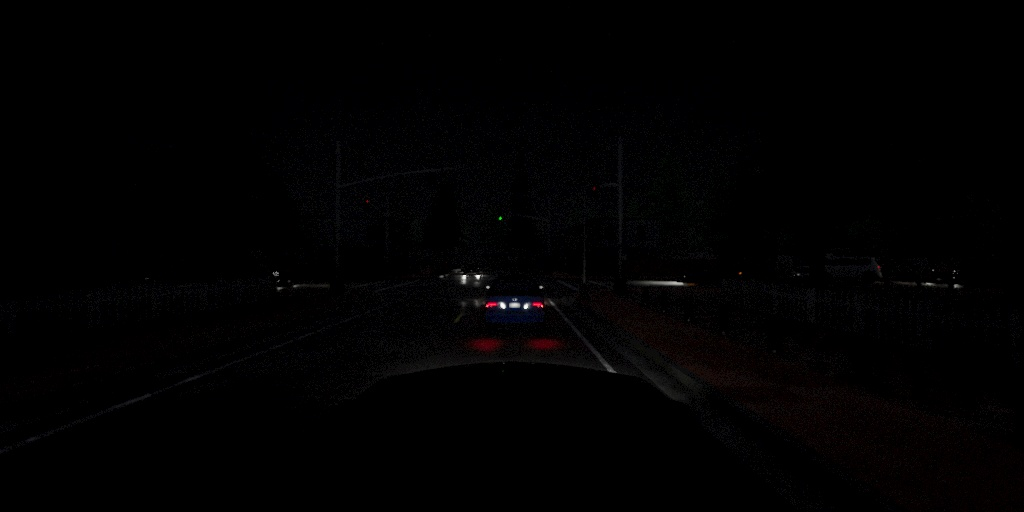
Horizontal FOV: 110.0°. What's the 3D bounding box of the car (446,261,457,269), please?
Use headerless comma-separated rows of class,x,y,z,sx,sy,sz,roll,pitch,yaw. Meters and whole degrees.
car,-9.677,1.522,61.885,2.033,1.411,5.357,0,0,-23

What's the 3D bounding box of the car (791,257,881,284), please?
car,24.690,1.067,27.394,5.566,2.045,2.150,0,0,2

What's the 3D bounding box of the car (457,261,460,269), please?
car,-6.296,1.479,51.852,2.033,1.411,5.357,0,0,-14

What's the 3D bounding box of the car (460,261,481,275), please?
car,-4.762,1.395,42.194,1.837,1.490,4.892,0,0,-6

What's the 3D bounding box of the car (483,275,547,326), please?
car,0.083,1.341,11.872,2.033,1.411,5.357,0,0,0

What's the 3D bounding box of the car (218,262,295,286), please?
car,-17.708,1.186,24.951,4.553,1.767,2.097,0,0,2

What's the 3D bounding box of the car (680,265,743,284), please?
car,15.325,1.411,27.675,4.181,1.385,1.994,0,0,2

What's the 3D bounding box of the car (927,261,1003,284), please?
car,34.536,1.196,27.082,4.553,1.767,2.097,0,0,2

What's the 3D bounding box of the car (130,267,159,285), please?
car,-27.573,1.400,25.243,4.181,1.385,1.994,0,0,2
